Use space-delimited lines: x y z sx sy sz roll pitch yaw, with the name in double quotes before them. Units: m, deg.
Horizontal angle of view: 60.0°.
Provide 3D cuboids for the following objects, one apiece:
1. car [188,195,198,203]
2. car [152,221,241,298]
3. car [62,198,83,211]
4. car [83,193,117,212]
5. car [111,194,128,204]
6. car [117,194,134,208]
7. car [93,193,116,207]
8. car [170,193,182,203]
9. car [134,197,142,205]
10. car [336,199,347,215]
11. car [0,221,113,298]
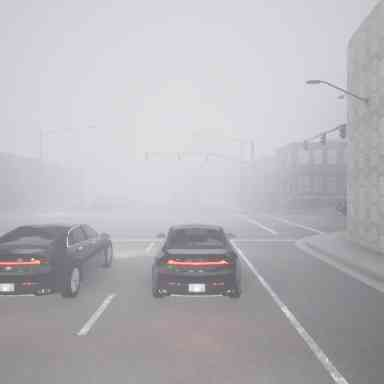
"car" 0.212 1.352 68.220 2.097 1.767 4.553 0 0 0
"car" 0.105 1.505 8.509 1.837 1.490 4.892 0 0 0
"car" -13.969 1.490 40.004 2.128 1.511 4.902 0 0 0
"car" -10.477 1.352 38.299 2.097 1.767 4.553 0 0 0
"car" -13.843 1.351 63.814 2.097 1.767 4.553 0 0 1
"car" -10.438 1.351 49.137 2.097 1.767 4.553 0 0 0
"car" -13.918 1.223 53.010 2.150 2.045 5.566 0 0 0
"car" -3.288 1.221 68.287 2.150 2.045 5.566 0 0 0
"car" -10.378 1.564 60.450 1.994 1.385 4.181 0 0 0
"car" 14.906 0.764 27.550 5.566 2.045 2.150 -5 0 0
"car" -3.395 1.505 8.525 1.837 1.490 4.892 0 0 0
